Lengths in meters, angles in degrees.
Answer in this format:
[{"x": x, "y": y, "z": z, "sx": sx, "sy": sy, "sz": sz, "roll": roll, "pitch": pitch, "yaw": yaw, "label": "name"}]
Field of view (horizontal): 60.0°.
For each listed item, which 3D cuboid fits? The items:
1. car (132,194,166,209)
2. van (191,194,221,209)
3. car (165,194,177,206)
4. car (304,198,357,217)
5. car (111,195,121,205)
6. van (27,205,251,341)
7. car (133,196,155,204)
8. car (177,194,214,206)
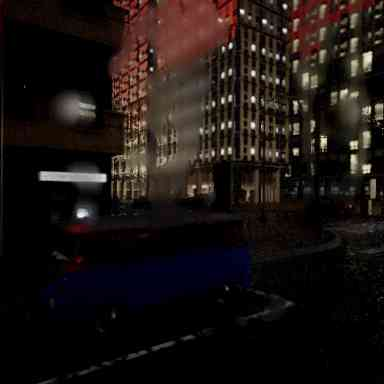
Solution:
[{"x": -5.141, "y": 1.243, "z": 37.003, "sx": 2.008, "sy": 1.369, "sz": 4.403, "roll": 1, "pitch": 0, "yaw": -35, "label": "car"}, {"x": 1.694, "y": 1.107, "z": 41.856, "sx": 1.690, "sy": 1.788, "sz": 3.998, "roll": 1, "pitch": 0, "yaw": -35, "label": "van"}, {"x": -1.579, "y": 1.309, "z": 46.460, "sx": 2.008, "sy": 1.369, "sz": 4.403, "roll": 1, "pitch": 0, "yaw": -35, "label": "car"}, {"x": 11.506, "y": 1.231, "z": 28.040, "sx": 1.967, "sy": 1.590, "sz": 4.097, "roll": 1, "pitch": 0, "yaw": -35, "label": "car"}, {"x": -12.815, "y": 1.187, "z": 52.426, "sx": 2.128, "sy": 1.511, "sz": 4.902, "roll": 1, "pitch": 0, "yaw": -35, "label": "car"}, {"x": -0.723, "y": 1.311, "z": 6.190, "sx": 3.998, "sy": 1.788, "sz": 1.690, "roll": -1, "pitch": 2, "yaw": -35, "label": "van"}, {"x": -8.121, "y": 1.311, "z": 55.670, "sx": 1.947, "sy": 1.339, "sz": 4.313, "roll": 1, "pitch": 0, "yaw": -35, "label": "car"}, {"x": 0.887, "y": 1.202, "z": 32.991, "sx": 1.882, "sy": 1.535, "sz": 5.008, "roll": 1, "pitch": 0, "yaw": -35, "label": "car"}]
